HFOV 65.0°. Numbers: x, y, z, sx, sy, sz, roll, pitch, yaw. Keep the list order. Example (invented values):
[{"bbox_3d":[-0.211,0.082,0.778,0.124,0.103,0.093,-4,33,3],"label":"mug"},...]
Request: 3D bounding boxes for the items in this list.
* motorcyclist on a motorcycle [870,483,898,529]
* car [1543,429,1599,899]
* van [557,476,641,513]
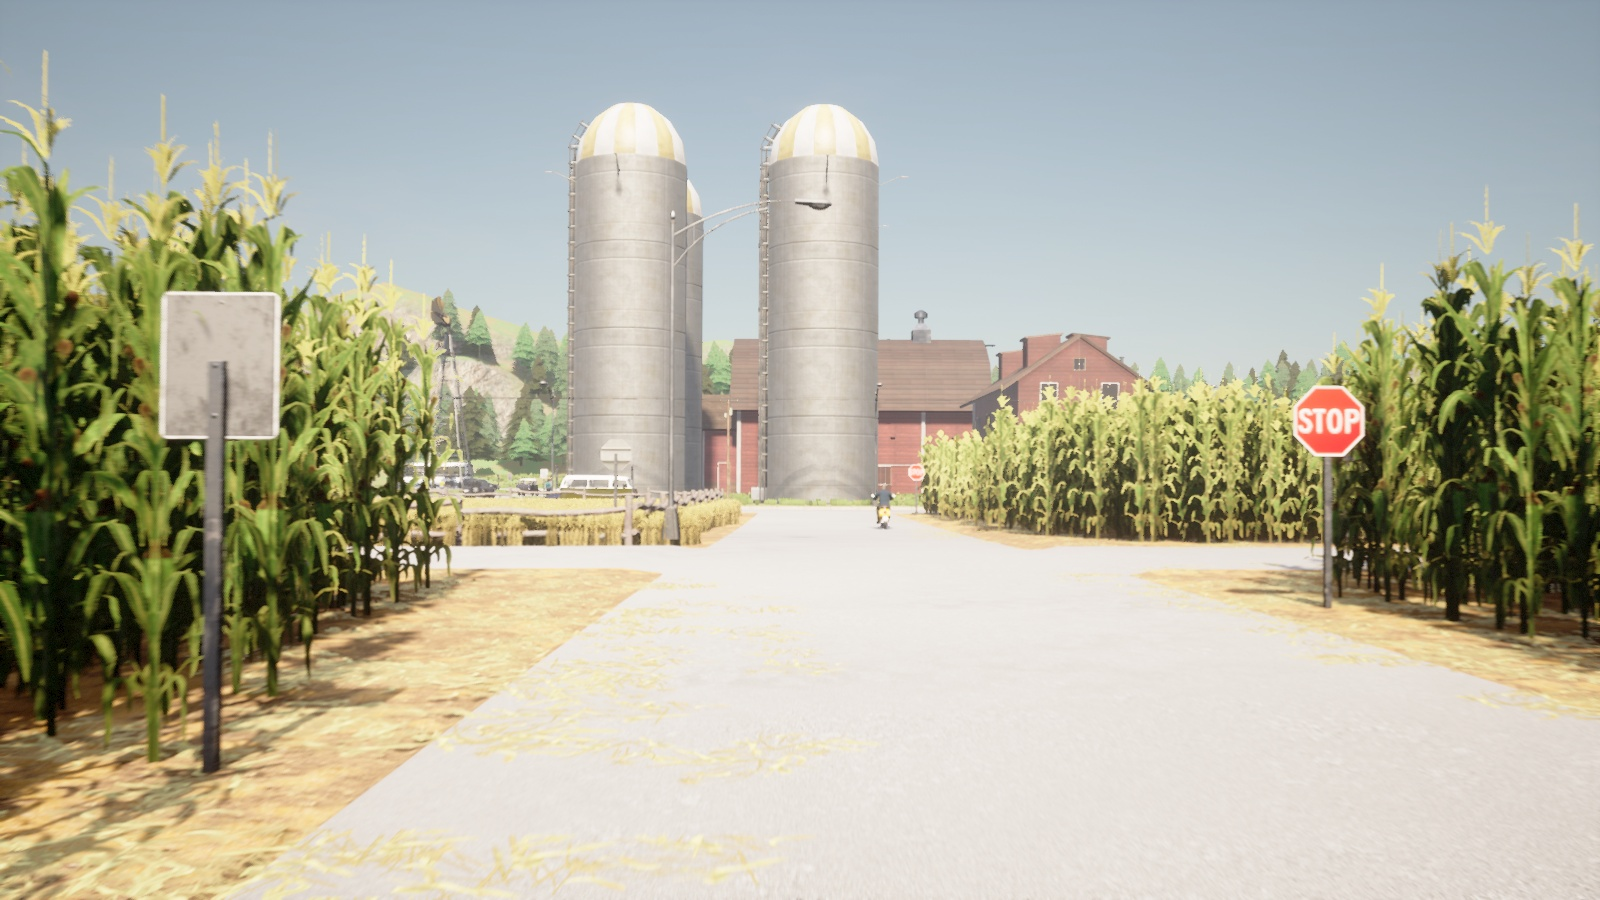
[{"bbox_3d":[2.993,1.983,44.817,0.866,1.590,1.817,0,-2,0],"label":"motorcyclist on a motorcycle"},{"bbox_3d":[3.095,0.724,1.649,1.851,1.617,3.988,0,-1,0],"label":"car"},{"bbox_3d":[-11.424,2.537,71.595,4.480,2.038,2.069,0,-1,0],"label":"van"}]
